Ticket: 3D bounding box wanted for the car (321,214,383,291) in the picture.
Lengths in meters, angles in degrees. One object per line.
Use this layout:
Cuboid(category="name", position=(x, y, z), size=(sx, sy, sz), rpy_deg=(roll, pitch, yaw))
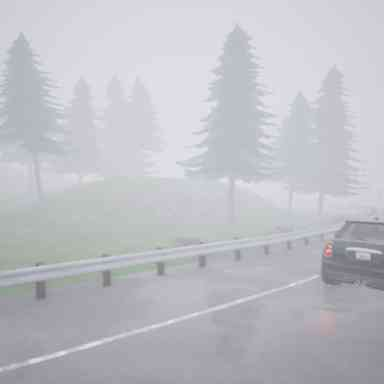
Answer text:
Cuboid(category="car", position=(5.209, 1.374, 8.438), size=(4.553, 1.767, 2.097), rpy_deg=(0, 0, -42))
